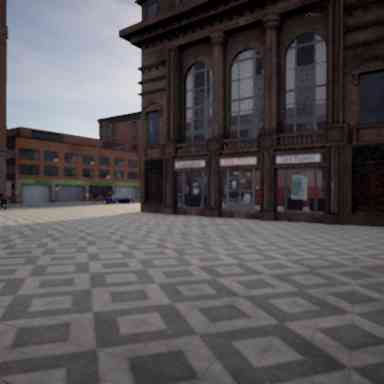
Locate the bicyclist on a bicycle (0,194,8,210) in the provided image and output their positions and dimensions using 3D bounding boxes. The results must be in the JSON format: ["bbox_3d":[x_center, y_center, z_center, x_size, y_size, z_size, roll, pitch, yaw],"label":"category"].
[{"bbox_3d":[-20.080,1.058,35.362,1.656,1.620,0.582,0,0,36],"label":"bicyclist on a bicycle"}]

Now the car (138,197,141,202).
[{"bbox_3d":[-8.154,1.162,62.441,2.128,1.511,4.902,1,0,36],"label":"car"}]

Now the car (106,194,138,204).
[{"bbox_3d":[-11.396,1.056,52.792,2.097,1.767,4.553,1,0,36],"label":"car"}]
